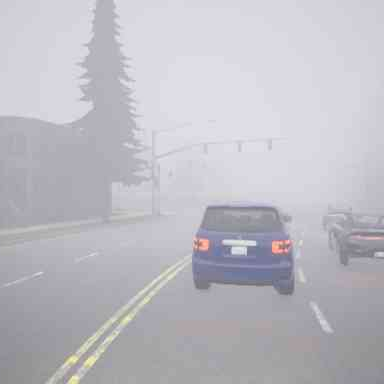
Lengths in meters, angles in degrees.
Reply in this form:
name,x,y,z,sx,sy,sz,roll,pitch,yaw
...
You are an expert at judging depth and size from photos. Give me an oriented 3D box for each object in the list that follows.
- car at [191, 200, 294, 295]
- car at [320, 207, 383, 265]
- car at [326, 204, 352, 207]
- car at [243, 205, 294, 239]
name,x,y,z,sx,sy,sz,roll,pitch,yaw
car,1.488,1.215,8.989,2.150,2.045,5.566,0,0,13
car,5.797,1.482,11.294,2.128,1.511,4.902,0,0,17
car,8.863,1.478,20.112,2.128,1.511,4.902,0,0,20
car,4.472,1.535,18.725,2.033,1.411,5.357,0,0,21
